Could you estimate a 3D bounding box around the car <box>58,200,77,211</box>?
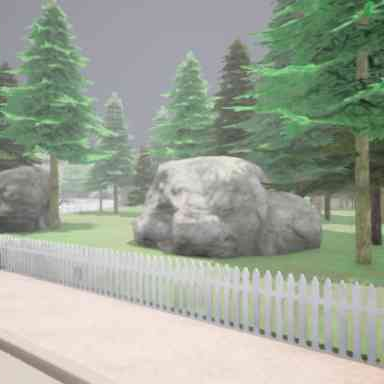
[{"bbox_3d":[-17.134,1.853,45.356,2.128,1.511,4.902,0,0,14],"label":"car"}]
